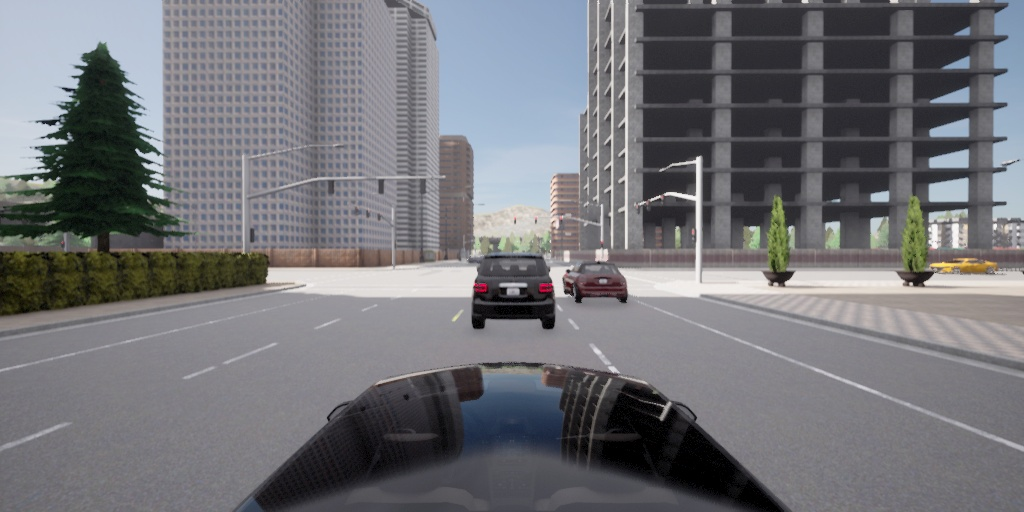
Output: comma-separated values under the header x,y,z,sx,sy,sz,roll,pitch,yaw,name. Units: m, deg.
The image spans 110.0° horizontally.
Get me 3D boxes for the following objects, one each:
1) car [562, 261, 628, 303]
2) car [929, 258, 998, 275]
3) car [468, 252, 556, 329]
x,y,z,sx,sy,sz,roll,pitch,yaw,name
3.565,0.997,16.140,2.097,1.767,4.553,0,1,0,car
42.872,0.989,34.139,5.008,1.535,1.882,0,0,1,car
0.049,0.903,11.050,2.150,2.045,5.566,0,0,0,car
